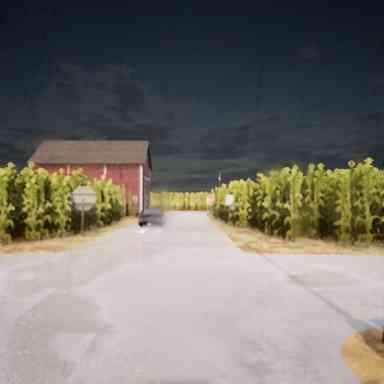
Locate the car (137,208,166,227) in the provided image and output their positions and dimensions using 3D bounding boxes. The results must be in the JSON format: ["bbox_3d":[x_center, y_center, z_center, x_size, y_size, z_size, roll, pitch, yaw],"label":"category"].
[{"bbox_3d":[-3.111,2.039,26.924,2.033,1.411,5.357,0,-2,0],"label":"car"}]
